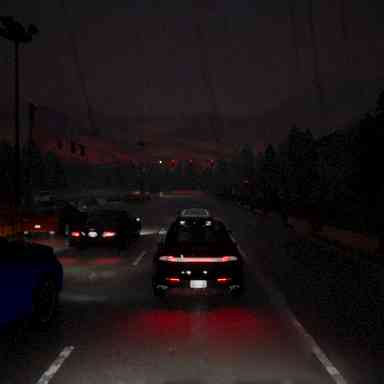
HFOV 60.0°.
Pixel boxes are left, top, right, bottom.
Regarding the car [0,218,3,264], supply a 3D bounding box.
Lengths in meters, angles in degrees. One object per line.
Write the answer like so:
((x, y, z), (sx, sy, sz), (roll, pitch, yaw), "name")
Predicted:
((-6.881, 1.512, 8.207), (1.994, 1.385, 4.181), (0, 0, 1), "car")

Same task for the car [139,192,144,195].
((-13.509, 0.847, 89.099), (1.812, 1.442, 4.674), (0, 0, 0), "car")

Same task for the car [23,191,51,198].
((-20.864, 0.893, 45.092), (2.150, 2.045, 5.566), (0, 0, 0), "car")

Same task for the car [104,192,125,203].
((-13.760, 1.090, 58.823), (1.812, 1.442, 4.674), (0, 1, 1), "car")

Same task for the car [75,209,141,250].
((-3.348, 1.453, 13.779), (2.033, 1.411, 5.357), (0, 0, 0), "car")

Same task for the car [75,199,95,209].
((-6.843, 1.358, 17.192), (1.882, 1.535, 5.008), (0, 0, 0), "car")

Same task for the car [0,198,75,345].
((-3.387, 1.204, 3.606), (2.150, 2.045, 5.566), (0, 0, 0), "car")

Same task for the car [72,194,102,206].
((-13.874, 1.173, 43.516), (2.128, 1.511, 4.902), (0, 0, 0), "car")

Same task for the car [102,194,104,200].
((-17.269, 1.137, 57.431), (1.994, 1.385, 4.181), (0, 1, 1), "car")

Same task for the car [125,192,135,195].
((-13.599, 0.976, 73.730), (1.812, 1.442, 4.674), (0, 0, 0), "car")

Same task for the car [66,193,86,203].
((-20.738, 1.035, 59.777), (1.882, 1.535, 5.008), (0, 0, 1), "car")

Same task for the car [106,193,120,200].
((-17.107, 1.015, 72.300), (1.994, 1.385, 4.181), (0, 0, 0), "car")

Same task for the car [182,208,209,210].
((0.174, 1.476, 17.792), (1.895, 1.301, 4.718), (0, 0, 0), "car")

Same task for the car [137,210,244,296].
((0.127, 1.438, 8.462), (2.128, 1.511, 4.902), (0, 0, 0), "car")

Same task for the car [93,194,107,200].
((-20.593, 1.039, 74.802), (1.895, 1.301, 4.718), (0, 0, 0), "car")

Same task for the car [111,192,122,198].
((-20.500, 0.786, 90.616), (1.882, 1.535, 5.008), (0, 0, 0), "car")

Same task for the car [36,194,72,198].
((-17.383, 1.292, 42.101), (1.895, 1.301, 4.718), (0, 0, 0), "car")

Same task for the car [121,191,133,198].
((-17.018, 0.696, 87.538), (2.097, 1.767, 4.553), (0, 0, 0), "car")
